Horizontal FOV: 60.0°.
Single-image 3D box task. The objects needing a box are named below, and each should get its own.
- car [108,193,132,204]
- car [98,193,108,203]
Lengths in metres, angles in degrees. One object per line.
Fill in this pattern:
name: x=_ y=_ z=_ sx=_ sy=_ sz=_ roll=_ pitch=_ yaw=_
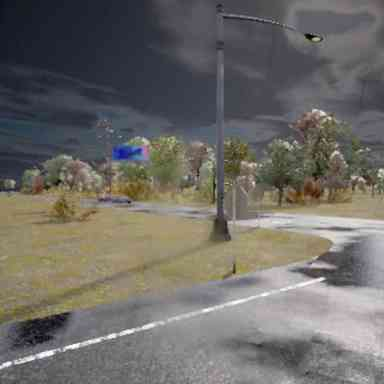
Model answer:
car: x=-11.722 y=1.256 z=55.412 sx=2.033 sy=1.411 sz=5.357 roll=0 pitch=0 yaw=-33
car: x=-15.699 y=1.046 z=61.300 sx=2.097 sy=1.767 sz=4.553 roll=0 pitch=0 yaw=-34
